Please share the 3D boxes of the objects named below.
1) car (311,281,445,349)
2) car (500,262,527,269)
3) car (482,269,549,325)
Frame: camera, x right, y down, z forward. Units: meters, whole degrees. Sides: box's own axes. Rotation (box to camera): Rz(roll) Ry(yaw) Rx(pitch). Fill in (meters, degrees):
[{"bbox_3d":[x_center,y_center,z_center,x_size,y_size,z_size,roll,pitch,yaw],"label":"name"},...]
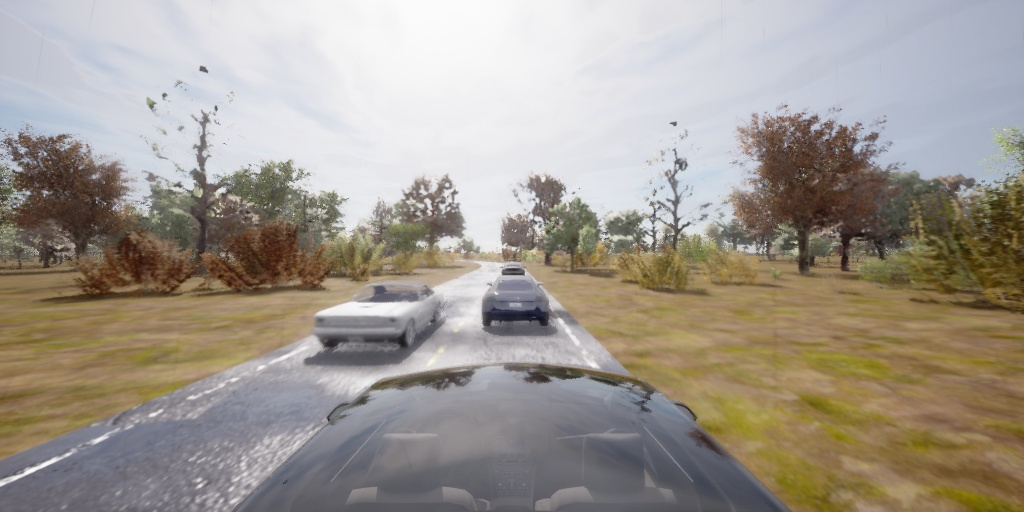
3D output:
[{"bbox_3d":[-3.099,1.352,9.321,1.895,1.301,4.718,0,0,0],"label":"car"},{"bbox_3d":[0.104,1.251,29.376,1.837,1.490,4.892,0,0,0],"label":"car"},{"bbox_3d":[0.101,1.315,11.853,1.994,1.385,4.181,0,0,0],"label":"car"}]
